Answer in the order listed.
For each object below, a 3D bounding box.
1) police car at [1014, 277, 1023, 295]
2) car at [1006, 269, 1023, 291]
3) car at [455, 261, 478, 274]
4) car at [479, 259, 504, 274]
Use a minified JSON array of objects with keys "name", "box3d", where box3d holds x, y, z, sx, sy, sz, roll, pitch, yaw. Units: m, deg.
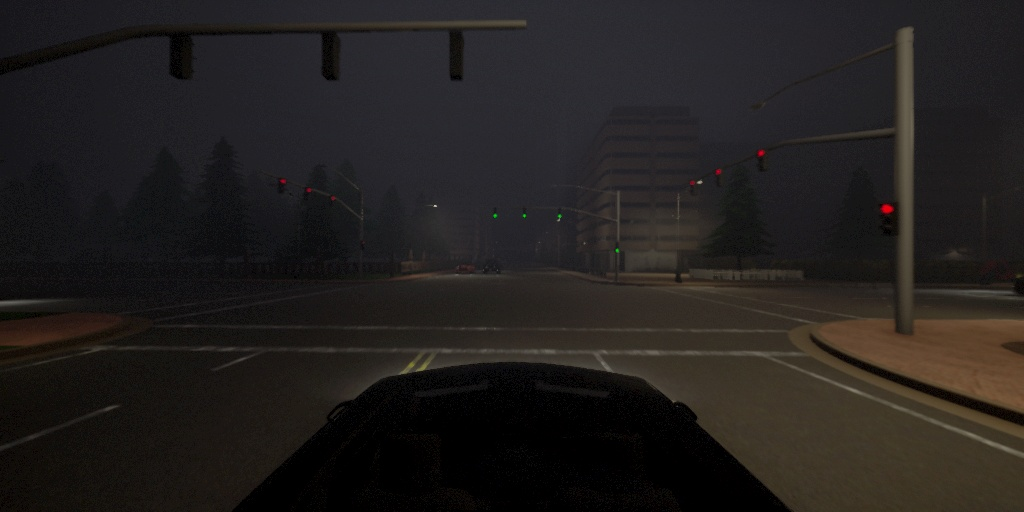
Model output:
[{"name":"police car","box3d":[32.758,1.571,21.070,5.238,1.638,1.930,0,-1,1]},{"name":"car","box3d":[37.871,1.702,24.610,4.902,1.511,2.128,0,-1,1]},{"name":"car","box3d":[-6.170,1.472,47.690,2.097,1.767,4.553,0,-1,1]},{"name":"car","box3d":[-2.663,1.368,47.886,2.150,2.045,5.566,0,-1,1]}]
